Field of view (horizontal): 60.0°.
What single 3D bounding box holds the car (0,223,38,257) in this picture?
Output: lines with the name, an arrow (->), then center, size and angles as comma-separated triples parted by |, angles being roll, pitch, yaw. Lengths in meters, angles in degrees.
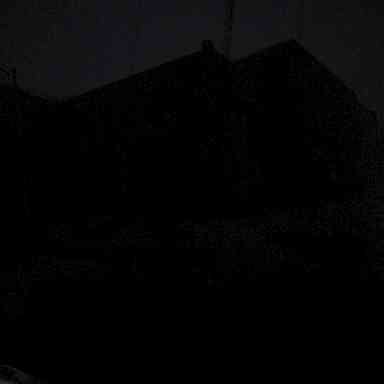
car -> -6.612, 1.457, 9.736 | 2.002, 1.452, 4.674 | -1, 0, 11
